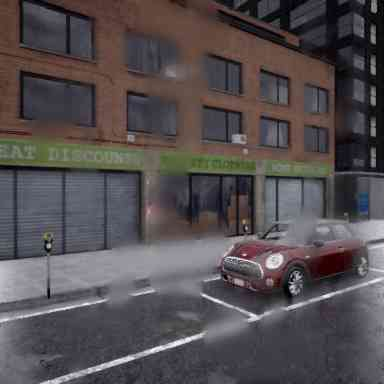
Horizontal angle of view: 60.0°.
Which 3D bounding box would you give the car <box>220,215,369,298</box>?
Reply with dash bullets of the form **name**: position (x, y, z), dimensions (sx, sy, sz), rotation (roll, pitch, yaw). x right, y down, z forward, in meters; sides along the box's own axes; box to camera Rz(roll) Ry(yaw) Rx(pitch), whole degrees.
- **car**: position (2.644, 1.440, 8.421), dimensions (4.097, 1.590, 1.967), rotation (0, 0, -36)
